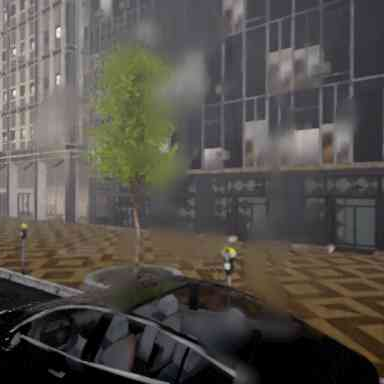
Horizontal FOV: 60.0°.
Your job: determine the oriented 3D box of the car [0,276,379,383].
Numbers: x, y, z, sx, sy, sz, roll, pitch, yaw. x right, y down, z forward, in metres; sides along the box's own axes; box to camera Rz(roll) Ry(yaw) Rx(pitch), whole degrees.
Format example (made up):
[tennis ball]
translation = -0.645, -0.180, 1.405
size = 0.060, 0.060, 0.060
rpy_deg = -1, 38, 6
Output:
[car]
translation = -0.562, 1.550, 3.279
size = 4.313, 1.339, 1.947
rpy_deg = 0, 0, 36
